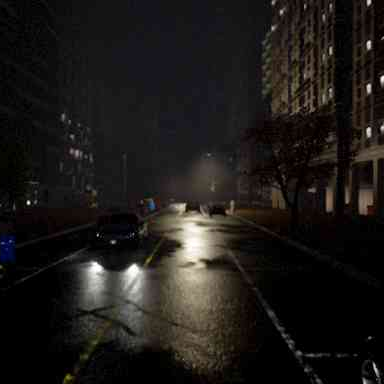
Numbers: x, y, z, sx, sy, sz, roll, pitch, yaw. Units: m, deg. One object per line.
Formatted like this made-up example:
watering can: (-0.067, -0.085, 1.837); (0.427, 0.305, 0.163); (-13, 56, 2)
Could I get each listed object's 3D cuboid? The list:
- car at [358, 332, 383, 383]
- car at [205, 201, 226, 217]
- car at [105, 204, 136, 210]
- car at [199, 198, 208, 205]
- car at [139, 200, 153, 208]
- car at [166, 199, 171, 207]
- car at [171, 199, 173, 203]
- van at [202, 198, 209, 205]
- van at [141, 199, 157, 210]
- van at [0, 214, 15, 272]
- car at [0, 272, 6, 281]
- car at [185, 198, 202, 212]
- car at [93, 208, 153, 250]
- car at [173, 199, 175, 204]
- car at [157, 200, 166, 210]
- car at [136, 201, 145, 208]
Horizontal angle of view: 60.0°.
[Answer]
car: (2.679, 1.585, 1.872); (1.947, 1.339, 4.313); (-1, -1, 0)
car: (2.682, 1.949, 35.622); (1.802, 1.307, 4.206); (-1, -1, 0)
car: (-5.699, 1.799, 24.372); (2.008, 1.369, 4.403); (-1, -1, 0)
car: (2.683, 2.311, 80.620); (1.967, 1.590, 4.097); (-1, -1, 0)
car: (-5.699, 1.913, 35.622); (1.887, 1.381, 4.507); (-1, -1, 0)
car: (-5.696, 2.229, 63.746); (2.008, 1.369, 4.403); (-1, -1, 0)
car: (-5.696, 2.293, 69.370); (2.008, 1.369, 4.403); (-1, -1, 0)
van: (2.680, 2.082, 69.373); (1.690, 1.788, 3.998); (-1, -1, 0)
van: (-5.702, 1.770, 41.248); (1.690, 1.788, 3.998); (-1, -1, 0)
van: (-5.704, 1.417, 7.500); (1.690, 1.788, 3.998); (-1, -1, 0)
car: (-3.090, 1.581, 1.581); (1.994, 1.385, 4.181); (0, -1, 0)
car: (0.101, 1.957, 45.929); (1.882, 1.535, 5.008); (0, -1, 0)
car: (-3.092, 1.681, 15.306); (1.812, 1.442, 4.674); (0, 0, -1)
car: (-5.694, 2.555, 91.868); (2.008, 1.369, 4.403); (-1, -1, 0)
car: (-5.697, 2.097, 52.496); (1.887, 1.381, 4.507); (-1, -1, 0)
car: (-5.700, 1.832, 29.828); (1.752, 1.417, 4.829); (-1, -1, 0)
